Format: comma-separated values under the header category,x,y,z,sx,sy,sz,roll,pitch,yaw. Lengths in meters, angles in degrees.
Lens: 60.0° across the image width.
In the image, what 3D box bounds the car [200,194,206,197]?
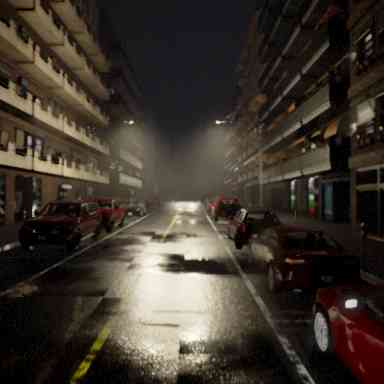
category,x,y,z,sx,sy,sz,roll,pitch,yaw
car,2.558,1.224,58.377,2.192,1.841,5.009,1,0,0

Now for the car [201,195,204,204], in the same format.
category,x,y,z,sx,sy,sz,roll,pitch,yaw
car,2.552,1.492,47.315,1.802,1.307,4.206,1,0,0

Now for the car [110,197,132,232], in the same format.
category,x,y,z,sx,sy,sz,roll,pitch,yaw
car,-5.289,1.264,19.717,2.192,1.841,5.009,1,0,0

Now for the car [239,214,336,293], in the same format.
category,x,y,z,sx,sy,sz,roll,pitch,yaw
car,2.585,1.520,8.595,1.887,1.381,4.507,1,0,0

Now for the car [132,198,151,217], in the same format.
category,x,y,z,sx,sy,sz,roll,pitch,yaw
car,-5.295,1.493,30.781,1.947,1.339,4.313,1,0,0

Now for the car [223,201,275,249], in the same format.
category,x,y,z,sx,sy,sz,roll,pitch,yaw
car,2.595,1.402,14.127,1.967,1.590,4.097,1,0,0

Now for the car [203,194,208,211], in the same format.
category,x,y,z,sx,sy,sz,roll,pitch,yaw
car,2.554,1.360,36.252,1.967,1.590,4.097,1,0,0

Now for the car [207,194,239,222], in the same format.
category,x,y,z,sx,sy,sz,roll,pitch,yaw
car,2.557,1.252,25.188,2.192,1.841,5.009,1,0,0

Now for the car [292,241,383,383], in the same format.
category,x,y,z,sx,sy,sz,roll,pitch,yaw
car,2.584,1.536,3.065,1.887,1.381,4.507,1,0,0

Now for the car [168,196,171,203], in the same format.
category,x,y,z,sx,sy,sz,roll,pitch,yaw
car,-5.294,1.497,69.495,1.802,1.307,4.206,1,0,0

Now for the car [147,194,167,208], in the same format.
category,x,y,z,sx,sy,sz,roll,pitch,yaw
car,-5.289,1.225,47.370,2.192,1.841,5.009,1,0,0

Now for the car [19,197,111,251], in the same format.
category,x,y,z,sx,sy,sz,roll,pitch,yaw
car,-5.290,1.277,14.188,2.192,1.841,5.009,1,0,0

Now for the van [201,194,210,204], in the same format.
category,x,y,z,sx,sy,sz,roll,pitch,yaw
van,2.557,1.252,63.909,1.690,1.788,3.998,1,0,0
